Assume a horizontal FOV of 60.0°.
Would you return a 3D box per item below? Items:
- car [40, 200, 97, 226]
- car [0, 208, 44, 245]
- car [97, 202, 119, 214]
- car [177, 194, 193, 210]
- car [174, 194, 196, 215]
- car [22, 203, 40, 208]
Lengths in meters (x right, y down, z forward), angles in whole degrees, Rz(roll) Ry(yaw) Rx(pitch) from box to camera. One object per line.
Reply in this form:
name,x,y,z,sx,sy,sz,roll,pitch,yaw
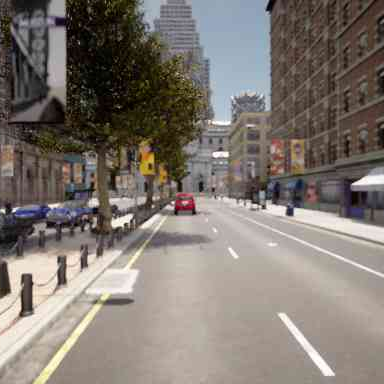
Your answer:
car,-8.581,1.417,23.636,2.097,1.767,4.553,0,0,-1
car,-8.371,1.602,13.626,2.033,1.411,5.357,0,0,-1
car,-8.752,1.676,33.657,1.895,1.301,4.718,0,0,-1
car,-0.959,1.273,45.847,2.150,2.045,5.566,0,0,-1
car,-0.723,1.259,34.563,2.150,2.045,5.566,0,0,-1
car,-12.115,1.610,25.543,1.812,1.442,4.674,0,0,-1
